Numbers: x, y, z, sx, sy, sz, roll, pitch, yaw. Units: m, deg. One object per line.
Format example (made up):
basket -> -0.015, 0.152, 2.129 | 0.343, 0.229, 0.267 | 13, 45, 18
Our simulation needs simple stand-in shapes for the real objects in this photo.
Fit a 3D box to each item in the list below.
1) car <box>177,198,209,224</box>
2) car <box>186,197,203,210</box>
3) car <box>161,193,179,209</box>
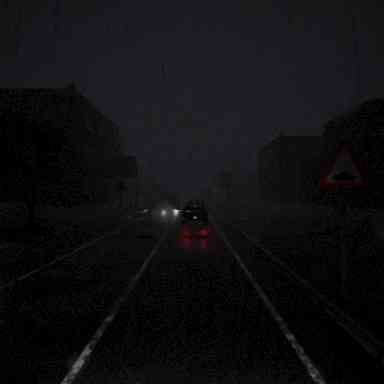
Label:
car -> 0.218, 1.489, 24.541 | 2.128, 1.511, 4.902 | 0, 0, 0
car -> 0.312, 1.445, 42.502 | 2.128, 1.511, 4.902 | 0, 0, 0
car -> -2.861, 1.170, 44.555 | 2.150, 2.045, 5.566 | 0, 0, 0
